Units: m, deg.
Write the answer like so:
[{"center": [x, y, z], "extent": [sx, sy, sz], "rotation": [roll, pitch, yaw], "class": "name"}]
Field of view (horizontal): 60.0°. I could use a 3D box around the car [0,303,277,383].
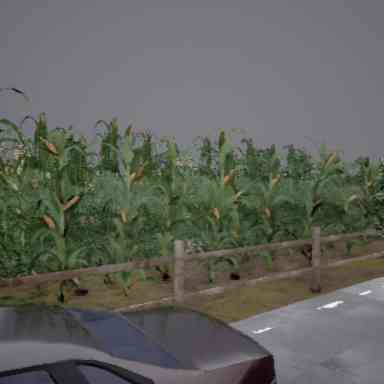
[{"center": [-1.756, 1.547, 1.813], "extent": [5.357, 1.411, 2.033], "rotation": [0, 0, -36], "class": "car"}]
